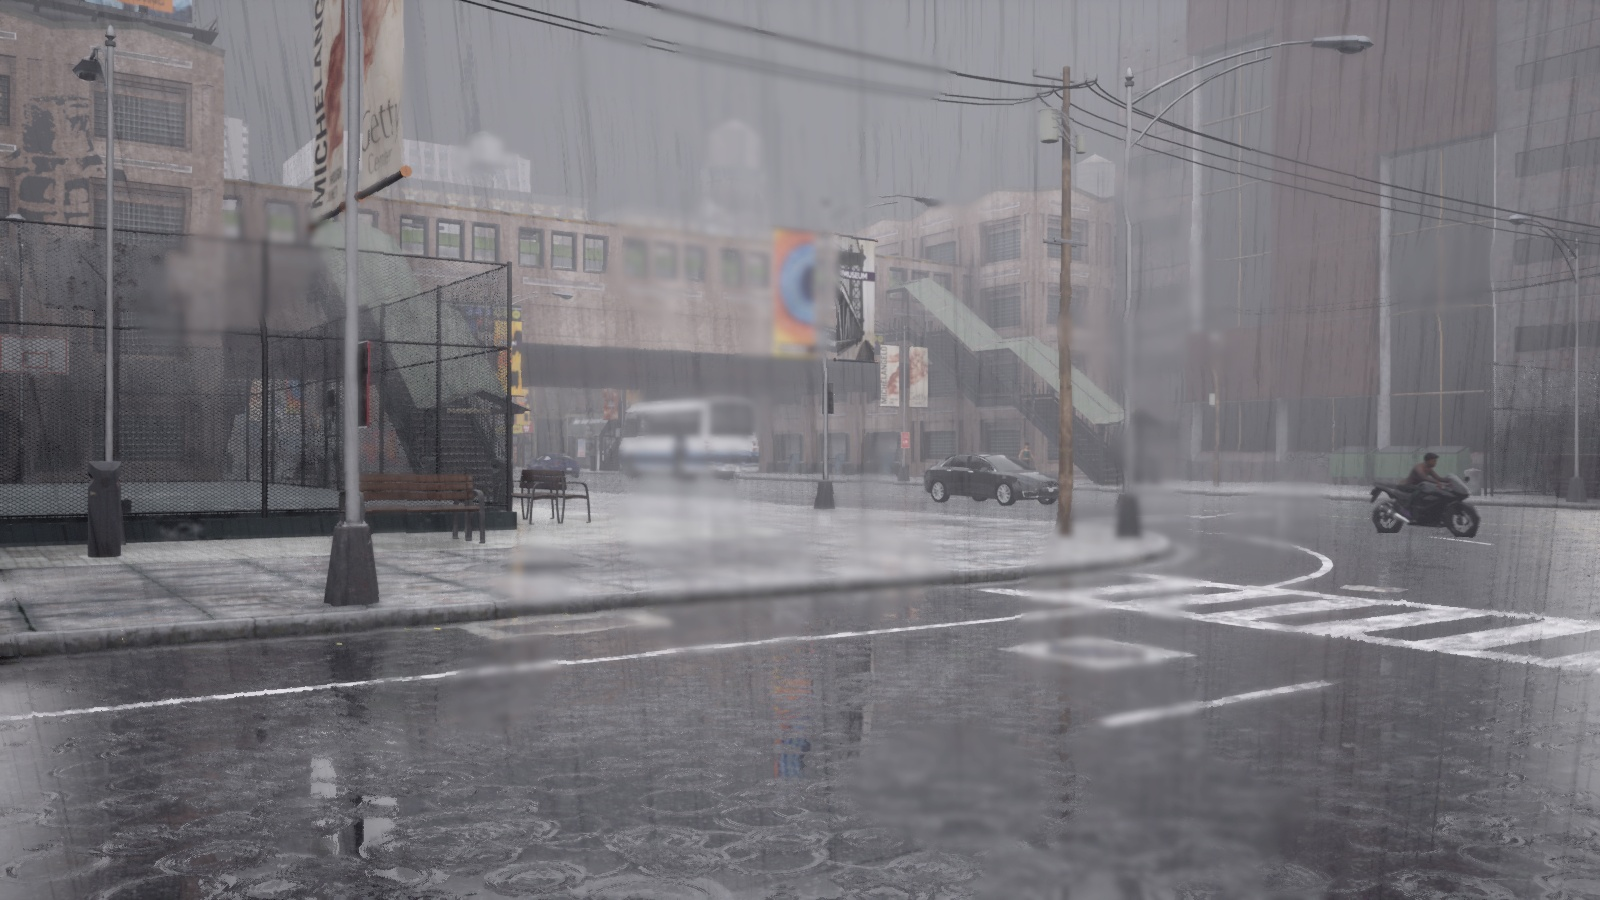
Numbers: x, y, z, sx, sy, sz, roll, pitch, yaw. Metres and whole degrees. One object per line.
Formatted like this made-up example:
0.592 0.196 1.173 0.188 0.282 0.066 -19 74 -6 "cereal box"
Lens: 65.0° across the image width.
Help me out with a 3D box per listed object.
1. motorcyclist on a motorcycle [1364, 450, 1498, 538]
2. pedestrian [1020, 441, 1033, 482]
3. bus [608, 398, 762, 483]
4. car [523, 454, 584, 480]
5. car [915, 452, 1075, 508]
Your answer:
11.380 0.758 22.713 0.797 1.523 2.044 0 0 -34 "motorcyclist on a motorcycle"
10.072 0.517 55.871 0.345 1.836 0.594 0 0 -15 "pedestrian"
-6.424 -0.452 67.966 3.944 4.253 10.273 0 0 -33 "bus"
-14.514 0.982 73.760 1.812 1.442 4.674 0 0 -34 "car"
5.706 0.826 37.359 1.837 1.490 4.892 0 1 -34 "car"
